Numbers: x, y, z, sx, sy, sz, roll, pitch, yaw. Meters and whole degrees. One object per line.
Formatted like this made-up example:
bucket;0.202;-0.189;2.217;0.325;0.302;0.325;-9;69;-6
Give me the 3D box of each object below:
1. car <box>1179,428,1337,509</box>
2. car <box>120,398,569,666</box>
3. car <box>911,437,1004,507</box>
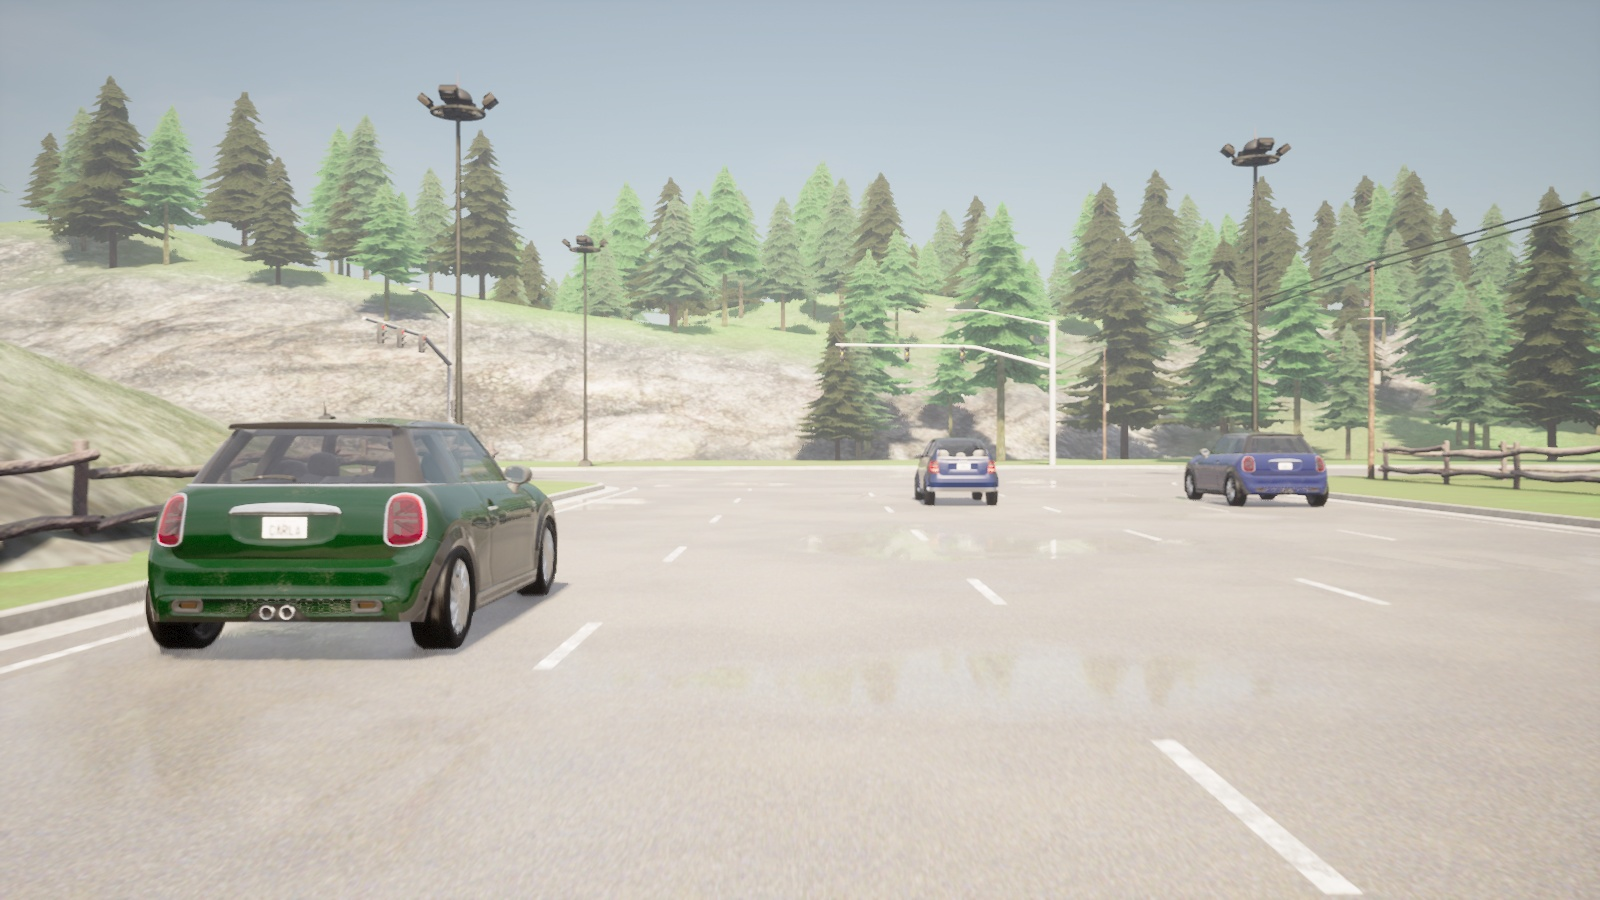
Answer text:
car;10.683;0.395;29.694;2.097;1.767;4.553;0;0;0
car;-3.425;0.524;10.555;2.097;1.767;4.553;0;0;0
car;3.683;0.502;29.888;1.789;1.549;3.705;0;0;0
